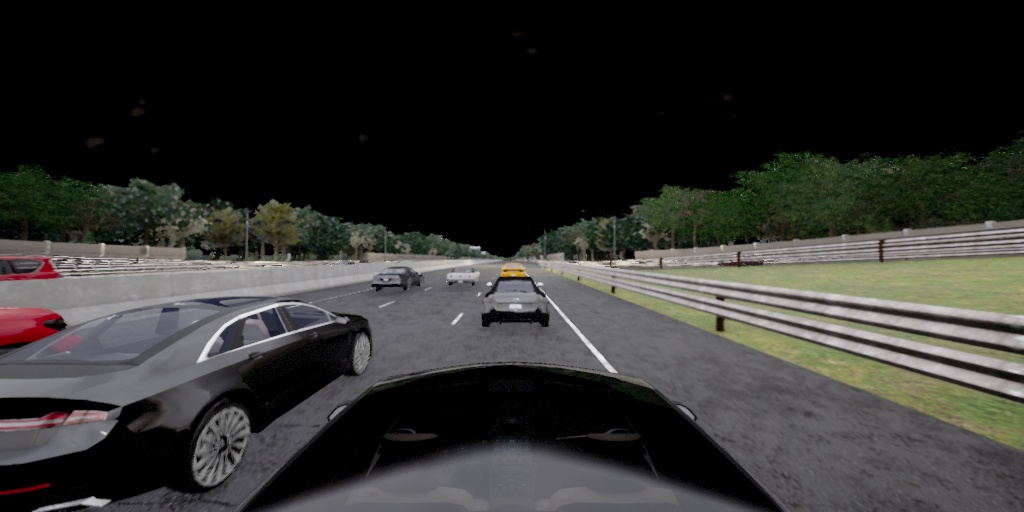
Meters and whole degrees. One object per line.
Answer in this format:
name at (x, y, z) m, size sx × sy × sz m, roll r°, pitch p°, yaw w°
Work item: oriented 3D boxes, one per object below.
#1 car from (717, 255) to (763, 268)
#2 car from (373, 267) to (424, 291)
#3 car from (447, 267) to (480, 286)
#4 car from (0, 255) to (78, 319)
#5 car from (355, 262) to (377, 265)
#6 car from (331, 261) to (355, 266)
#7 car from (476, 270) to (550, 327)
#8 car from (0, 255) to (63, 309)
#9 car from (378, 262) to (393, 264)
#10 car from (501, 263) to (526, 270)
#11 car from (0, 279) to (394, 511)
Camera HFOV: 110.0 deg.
car at (24.374, 0.581, 38.462) m, size 1.812 × 1.442 × 4.674 m, roll 0°, pitch -4°, yaw -16°
car at (-6.904, 1.357, 22.148) m, size 2.033 × 1.411 × 5.357 m, roll 0°, pitch 0°, yaw 0°
car at (-3.404, 1.424, 25.998) m, size 1.895 × 1.301 × 4.718 m, roll 0°, pitch 0°, yaw 0°
car at (-17.601, 0.994, 10.856) m, size 2.150 × 2.045 × 5.566 m, roll 0°, pitch 0°, yaw 0°
car at (-21.072, 1.548, 53.424) m, size 1.895 × 1.301 × 4.718 m, roll 0°, pitch 0°, yaw 0°
car at (-24.575, 1.433, 52.380) m, size 2.128 × 1.511 × 4.902 m, roll 0°, pitch 0°, yaw 0°
car at (0.098, 1.340, 11.695) m, size 1.994 × 1.385 × 4.181 m, roll 0°, pitch 0°, yaw 0°
car at (-6.900, 0.973, 2.448) m, size 2.150 × 2.045 × 5.566 m, roll 0°, pitch 0°, yaw 0°
car at (-17.577, 1.507, 52.862) m, size 1.994 × 1.385 × 4.181 m, roll 0°, pitch 0°, yaw 0°
car at (0.096, 1.314, 29.368) m, size 1.882 × 1.535 × 5.008 m, roll 0°, pitch 0°, yaw 0°
car at (-3.400, 1.248, 4.500) m, size 2.128 × 1.511 × 4.902 m, roll 0°, pitch 0°, yaw 0°
